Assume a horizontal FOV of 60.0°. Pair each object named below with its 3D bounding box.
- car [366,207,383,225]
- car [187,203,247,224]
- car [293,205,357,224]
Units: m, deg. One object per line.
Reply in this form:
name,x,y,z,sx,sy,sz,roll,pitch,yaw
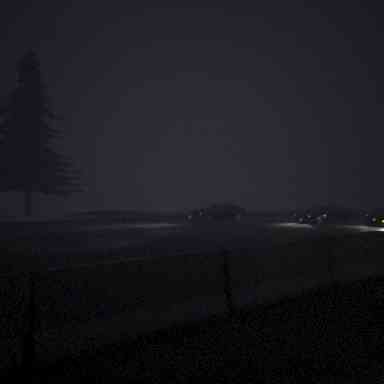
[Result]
car,15.076,1.741,24.686,4.892,1.490,1.837,1,0,-26
car,2.003,1.597,25.677,4.902,1.511,2.128,1,0,-29
car,10.620,1.744,26.376,5.357,1.411,2.033,1,0,-27
